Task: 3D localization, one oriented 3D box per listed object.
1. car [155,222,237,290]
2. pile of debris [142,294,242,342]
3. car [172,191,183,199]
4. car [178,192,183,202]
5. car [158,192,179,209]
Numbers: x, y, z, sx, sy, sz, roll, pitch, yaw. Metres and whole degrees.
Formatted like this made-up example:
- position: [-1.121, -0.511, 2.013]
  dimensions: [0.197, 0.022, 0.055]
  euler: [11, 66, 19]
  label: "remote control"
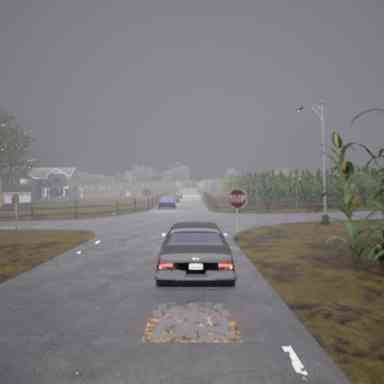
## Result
- position: [0.078, 1.534, 9.204]
  dimensions: [2.033, 1.411, 5.357]
  euler: [0, 0, 0]
  label: "car"
- position: [-0.004, 2.175, 5.902]
  dimensions: [1.500, 0.140, 1.860]
  euler: [0, 0, 0]
  label: "pile of debris"
- position: [-2.825, 0.628, 64.231]
  dimensions: [1.994, 1.385, 4.181]
  euler: [0, 2, 0]
  label: "car"
- position: [-2.849, 0.971, 51.850]
  dimensions: [2.033, 1.411, 5.357]
  euler: [0, 1, 0]
  label: "car"
- position: [-2.862, 1.162, 39.287]
  dimensions: [1.882, 1.535, 5.008]
  euler: [0, 1, 0]
  label: "car"
